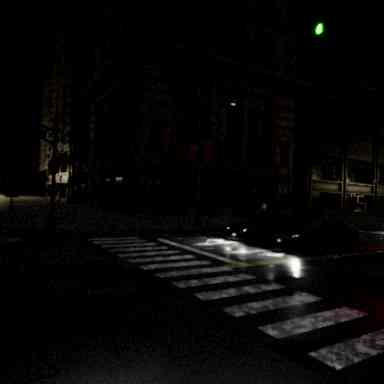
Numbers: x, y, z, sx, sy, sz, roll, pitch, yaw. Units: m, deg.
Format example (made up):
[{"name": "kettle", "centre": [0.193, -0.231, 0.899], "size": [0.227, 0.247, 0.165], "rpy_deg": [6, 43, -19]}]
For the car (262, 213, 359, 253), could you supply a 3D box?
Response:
[{"name": "car", "centre": [5.757, 1.879, 15.370], "size": [4.674, 1.442, 1.812], "rpy_deg": [2, -1, -29]}]

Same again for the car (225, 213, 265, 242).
[{"name": "car", "centre": [4.440, 1.885, 18.361], "size": [5.357, 1.411, 2.033], "rpy_deg": [3, -1, -31]}]
